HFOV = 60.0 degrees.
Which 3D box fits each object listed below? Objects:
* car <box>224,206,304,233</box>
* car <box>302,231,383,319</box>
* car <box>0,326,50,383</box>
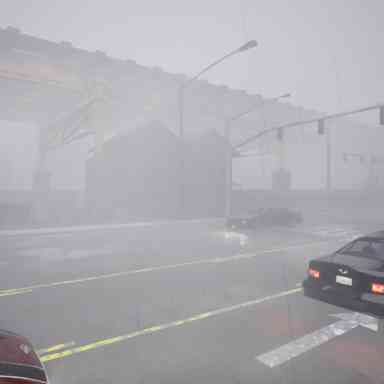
[{"bbox_3d":[4.484,1.547,20.095,5.357,1.411,2.033,0,0,-36],"label":"car"},{"bbox_3d":[4.631,1.547,7.092,5.357,1.411,2.033,0,0,-35],"label":"car"},{"bbox_3d":[-3.048,1.352,1.573,4.553,1.767,2.097,0,0,-36],"label":"car"}]
